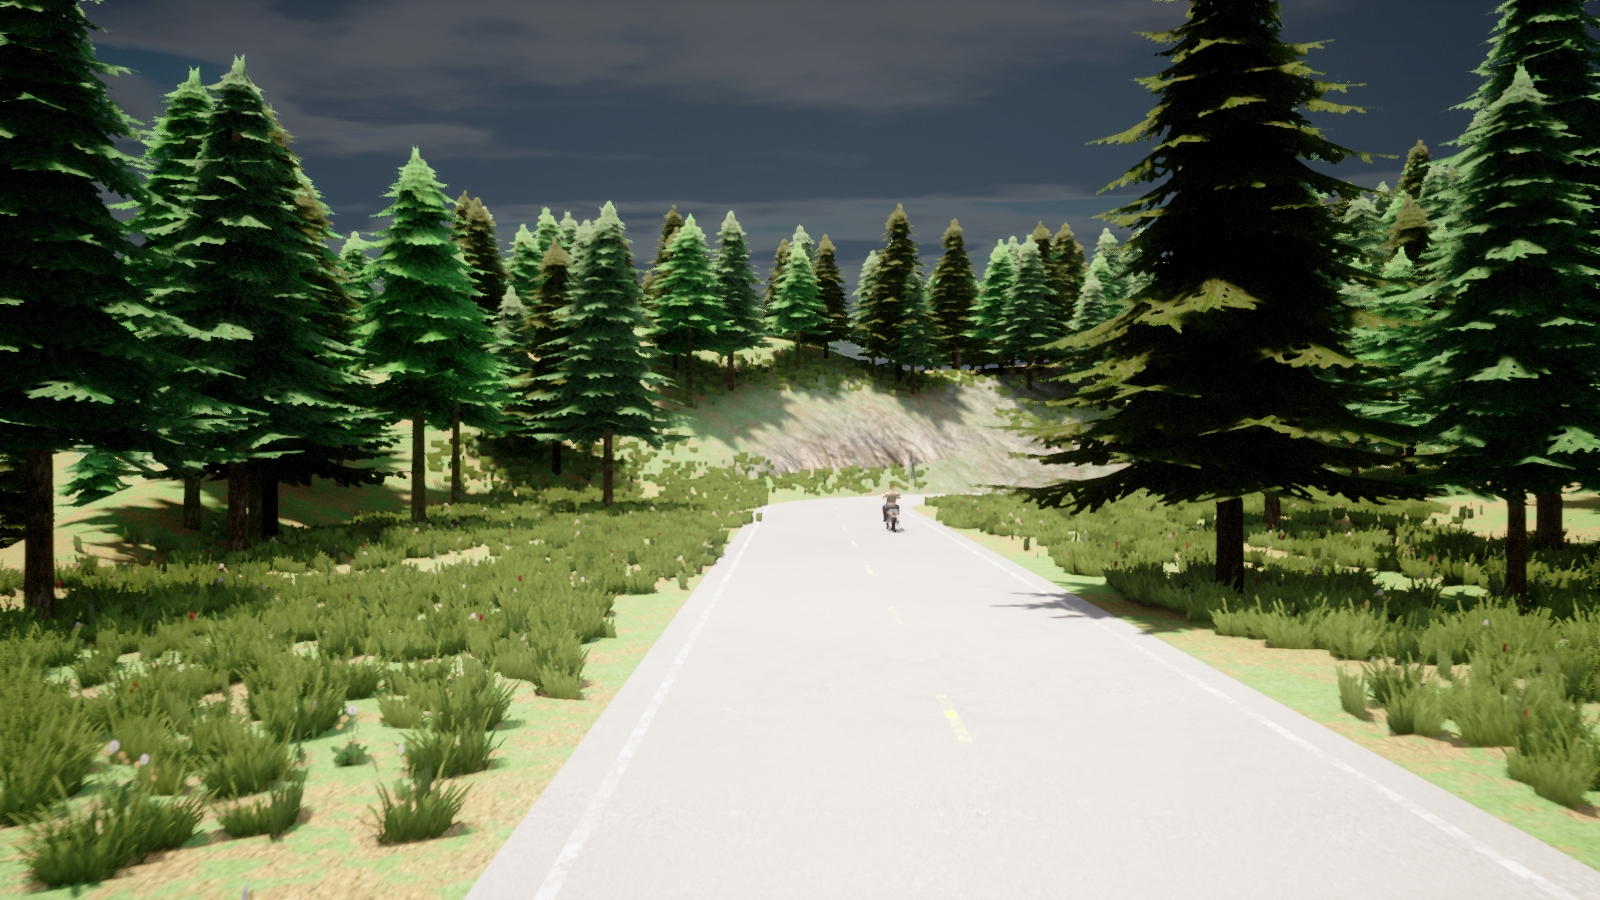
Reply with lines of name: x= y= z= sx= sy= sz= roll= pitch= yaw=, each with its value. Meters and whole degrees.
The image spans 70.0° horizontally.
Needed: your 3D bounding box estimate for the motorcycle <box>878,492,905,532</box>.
motorcycle: x=3.197 y=2.163 z=40.127 sx=0.764 sy=1.277 sz=2.356 roll=0 pitch=0 yaw=0
